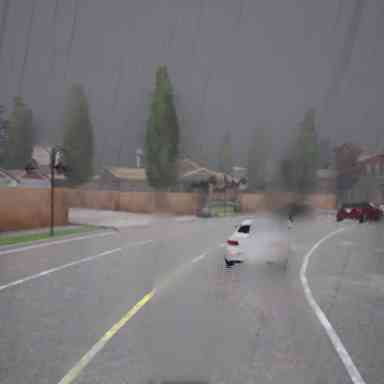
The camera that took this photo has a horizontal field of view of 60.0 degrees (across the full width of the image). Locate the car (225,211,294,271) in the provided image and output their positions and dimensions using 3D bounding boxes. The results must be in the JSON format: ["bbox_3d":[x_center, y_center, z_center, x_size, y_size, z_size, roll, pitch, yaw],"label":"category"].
[{"bbox_3d":[2.334,1.587,11.172,1.812,1.442,4.674,0,0,18],"label":"car"}]

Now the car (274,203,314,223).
[{"bbox_3d":[8.442,1.705,27.731,4.892,1.490,1.837,1,-1,-44],"label":"car"}]

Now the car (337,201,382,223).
[{"bbox_3d":[14.075,1.595,27.847,4.553,1.767,2.097,1,-1,-40],"label":"car"}]

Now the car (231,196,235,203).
[{"bbox_3d":[7.536,1.078,52.516,1.816,1.474,4.193,-2,0,-10],"label":"car"}]
